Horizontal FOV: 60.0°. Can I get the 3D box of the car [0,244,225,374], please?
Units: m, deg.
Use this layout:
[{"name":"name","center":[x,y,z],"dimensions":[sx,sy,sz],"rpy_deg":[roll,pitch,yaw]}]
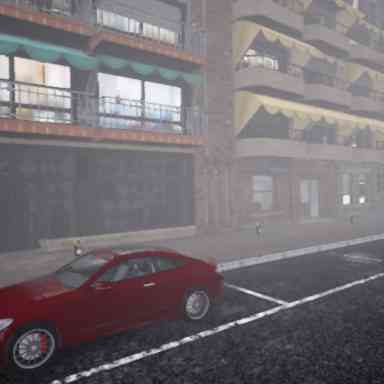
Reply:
[{"name":"car","center":[-1.315,1.599,5.602],"dimensions":[4.206,1.307,1.802],"rpy_deg":[-1,-1,-36]}]
